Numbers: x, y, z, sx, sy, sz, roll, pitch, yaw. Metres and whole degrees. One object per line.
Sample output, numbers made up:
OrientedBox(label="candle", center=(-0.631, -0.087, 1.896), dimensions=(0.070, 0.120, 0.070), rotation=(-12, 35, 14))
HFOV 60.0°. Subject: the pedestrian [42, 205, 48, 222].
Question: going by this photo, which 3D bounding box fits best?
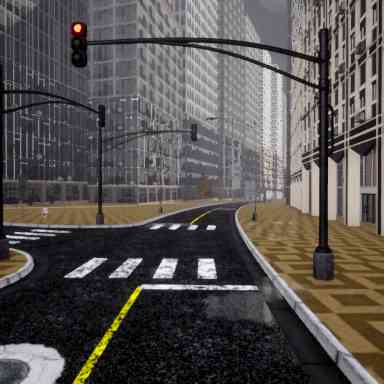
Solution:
OrientedBox(label="pedestrian", center=(-9.295, 1.345, 21.045), dimensions=(0.500, 1.100, 0.500), rotation=(0, 0, 17))
